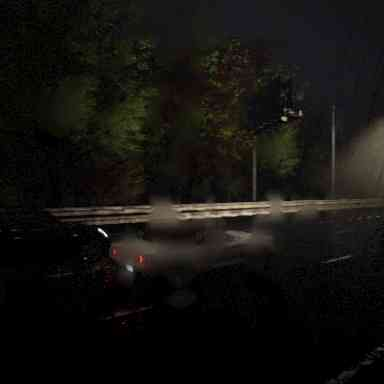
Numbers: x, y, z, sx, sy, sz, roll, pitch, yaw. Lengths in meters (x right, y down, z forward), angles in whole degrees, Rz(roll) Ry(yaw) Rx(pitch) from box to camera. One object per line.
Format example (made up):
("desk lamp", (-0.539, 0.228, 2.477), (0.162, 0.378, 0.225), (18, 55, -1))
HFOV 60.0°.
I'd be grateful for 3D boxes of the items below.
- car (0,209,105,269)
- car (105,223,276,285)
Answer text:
("car", (-4.744, 1.270, 9.808), (4.553, 1.767, 2.097), (0, 0, -39))
("car", (0.247, 1.545, 9.348), (4.718, 1.301, 1.895), (0, 0, -39))
